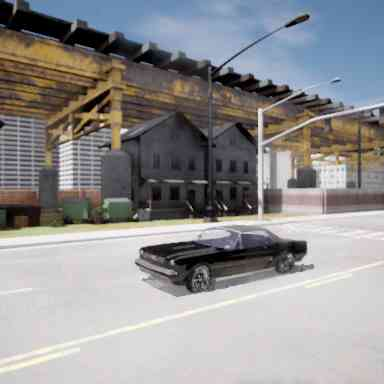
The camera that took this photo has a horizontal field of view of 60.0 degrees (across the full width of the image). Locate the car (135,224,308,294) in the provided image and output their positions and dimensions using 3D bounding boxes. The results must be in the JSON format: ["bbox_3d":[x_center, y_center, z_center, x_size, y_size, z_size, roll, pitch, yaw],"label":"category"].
[{"bbox_3d":[0.922,1.588,8.912,4.718,1.301,1.895,0,0,-35],"label":"car"}]
